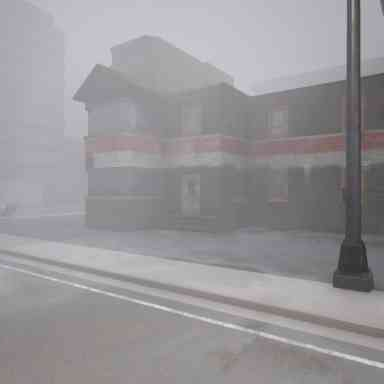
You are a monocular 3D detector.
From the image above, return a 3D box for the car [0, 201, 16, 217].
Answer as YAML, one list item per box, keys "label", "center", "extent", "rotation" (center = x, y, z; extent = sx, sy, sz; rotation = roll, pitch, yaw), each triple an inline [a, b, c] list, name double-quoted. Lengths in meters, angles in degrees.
- label: "car"
  center: [-17.611, 1.404, 28.254]
  extent: [2.038, 1.542, 4.974]
  rotation: [0, 0, 15]

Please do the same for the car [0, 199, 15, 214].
- label: "car"
  center: [-17.597, 1.247, 28.304]
  extent: [1.853, 1.218, 4.536]
  rotation: [0, 0, 15]
